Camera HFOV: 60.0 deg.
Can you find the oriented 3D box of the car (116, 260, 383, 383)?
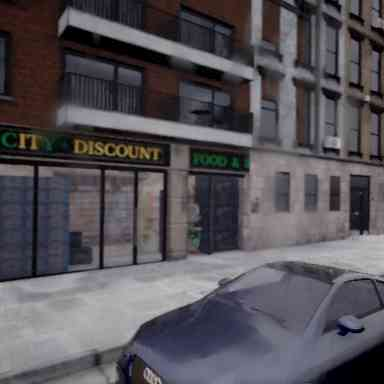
[{"bbox_3d":[1.268,1.601,3.974,4.181,1.385,1.994,1,0,-36],"label":"car"}]
